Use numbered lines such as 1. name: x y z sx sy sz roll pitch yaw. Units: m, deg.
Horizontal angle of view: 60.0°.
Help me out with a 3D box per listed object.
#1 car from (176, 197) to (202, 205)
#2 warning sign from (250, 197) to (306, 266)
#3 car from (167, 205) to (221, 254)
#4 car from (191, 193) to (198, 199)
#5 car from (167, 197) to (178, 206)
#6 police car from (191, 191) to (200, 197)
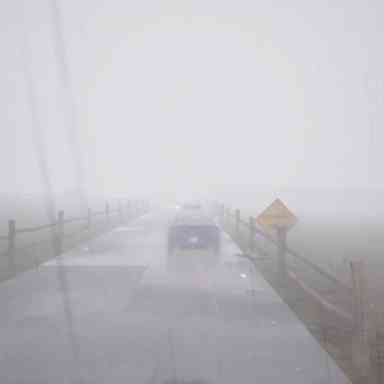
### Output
1. car: 0.059 1.451 27.702 2.128 1.511 4.902 0 0 0
2. warning sign: 2.463 1.101 9.702 1.300 1.860 1.060 1 1 0
3. car: 0.069 1.460 13.421 1.882 1.535 5.008 0 -1 0
4. car: 0.786 1.160 89.726 1.837 1.490 4.892 0 0 0
5. car: -2.836 1.438 52.274 1.994 1.385 4.181 0 0 0
6. police car: 0.790 1.146 79.836 1.930 1.638 5.238 0 0 0
